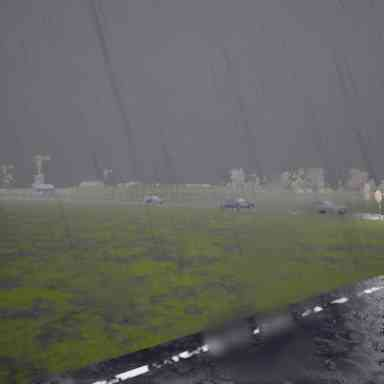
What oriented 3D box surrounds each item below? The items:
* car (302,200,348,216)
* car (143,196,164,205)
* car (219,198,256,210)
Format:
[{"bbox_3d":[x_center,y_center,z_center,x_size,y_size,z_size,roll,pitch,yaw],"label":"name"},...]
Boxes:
[{"bbox_3d":[12.801,1.519,32.149,1.994,1.385,4.181,-1,0,-33],"label":"car"},{"bbox_3d":[-6.896,1.459,59.046,1.837,1.490,4.892,-1,0,-40],"label":"car"},{"bbox_3d":[5.697,1.498,42.627,2.033,1.411,5.357,-1,0,-36],"label":"car"}]
